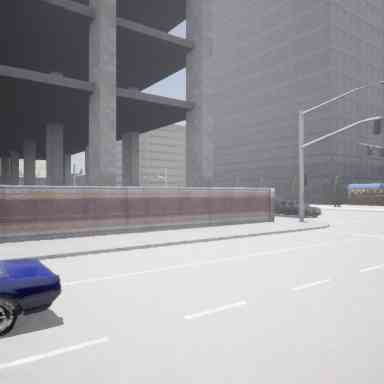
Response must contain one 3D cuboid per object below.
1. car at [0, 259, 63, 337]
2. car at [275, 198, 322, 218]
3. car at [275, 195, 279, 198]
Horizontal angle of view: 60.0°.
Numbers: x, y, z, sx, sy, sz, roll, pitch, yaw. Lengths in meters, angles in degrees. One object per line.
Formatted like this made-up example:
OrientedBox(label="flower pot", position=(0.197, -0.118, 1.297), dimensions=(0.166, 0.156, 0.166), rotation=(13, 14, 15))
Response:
OrientedBox(label="car", position=(-4.618, 1.601, 5.000), dimensions=(4.718, 1.301, 1.895), rotation=(0, 0, -35))
OrientedBox(label="car", position=(9.216, 1.506, 29.831), dimensions=(1.837, 1.490, 4.892), rotation=(0, 0, -35))
OrientedBox(label="car", position=(8.462, 1.223, 36.941), dimensions=(2.150, 2.045, 5.566), rotation=(0, 0, -36))
